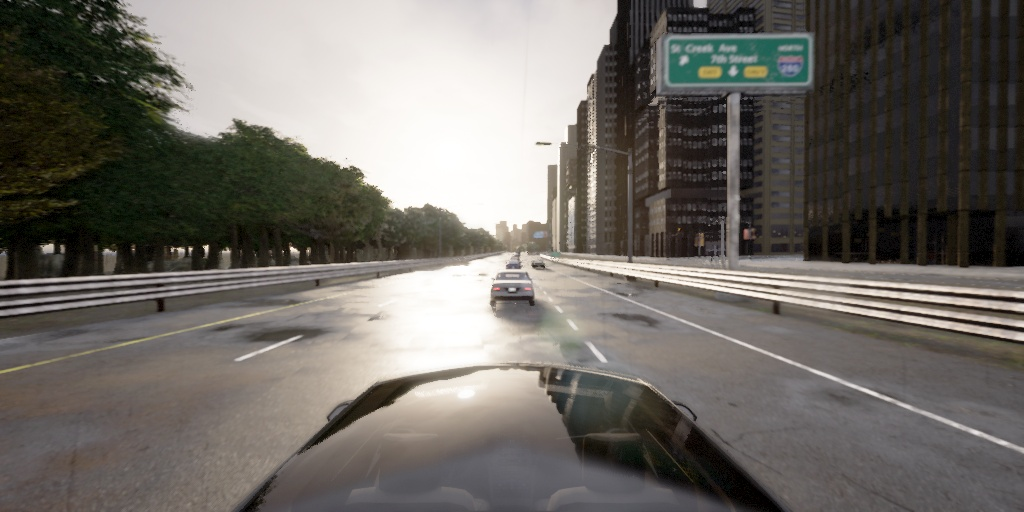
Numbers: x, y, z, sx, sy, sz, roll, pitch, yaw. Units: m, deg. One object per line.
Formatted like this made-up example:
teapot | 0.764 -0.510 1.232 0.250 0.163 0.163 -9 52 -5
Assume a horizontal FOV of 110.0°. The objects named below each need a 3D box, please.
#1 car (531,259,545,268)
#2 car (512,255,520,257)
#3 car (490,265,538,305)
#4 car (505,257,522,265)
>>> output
car | 3.874 1.166 53.796 1.895 1.301 4.718 0 0 1
car | 0.374 1.007 62.416 1.837 1.490 4.892 0 0 1
car | 0.016 1.290 15.918 2.033 1.411 5.357 0 0 0
car | 0.179 1.158 43.887 1.812 1.442 4.674 0 0 0
